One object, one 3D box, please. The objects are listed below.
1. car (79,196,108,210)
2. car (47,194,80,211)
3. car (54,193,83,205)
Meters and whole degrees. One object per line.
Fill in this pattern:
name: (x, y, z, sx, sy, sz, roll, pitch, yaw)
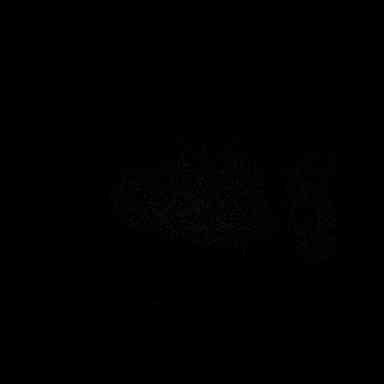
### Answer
car: (-11.163, 1.472, 40.231, 1.895, 1.301, 4.718, 0, 0, 13)
car: (-14.932, 1.339, 39.047, 1.882, 1.535, 5.008, 0, 0, 11)
car: (-20.875, 1.154, 56.449, 2.097, 1.767, 4.553, 0, 0, 21)
